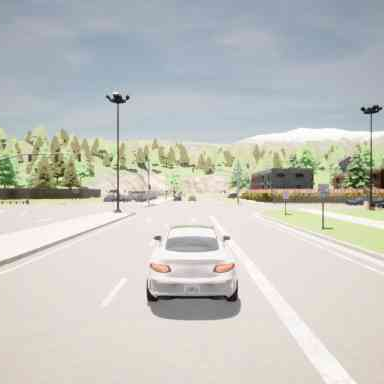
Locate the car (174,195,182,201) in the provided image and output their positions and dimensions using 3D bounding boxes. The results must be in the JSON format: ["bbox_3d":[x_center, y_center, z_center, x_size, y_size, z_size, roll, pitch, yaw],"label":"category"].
[{"bbox_3d":[-3.459,1.525,82.026,2.128,1.511,4.902,0,0,0],"label":"car"}]

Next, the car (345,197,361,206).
[{"bbox_3d":[27.865,1.547,54.151,5.357,1.411,2.033,0,0,0],"label":"car"}]

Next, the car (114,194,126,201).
[{"bbox_3d":[-18.457,1.355,85.069,2.097,1.767,4.553,0,0,0],"label":"car"}]

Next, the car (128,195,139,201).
[{"bbox_3d":[-14.957,1.540,85.133,2.033,1.411,5.357,0,0,0],"label":"car"}]

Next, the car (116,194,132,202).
[{"bbox_3d":[-14.962,1.540,75.106,2.033,1.411,5.357,0,0,0],"label":"car"}]

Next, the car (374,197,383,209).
[{"bbox_3d":[27.404,1.547,43.652,5.357,1.411,2.033,0,0,-1],"label":"car"}]

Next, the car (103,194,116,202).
[{"bbox_3d":[-18.462,1.355,74.906,2.097,1.767,4.553,0,0,0],"label":"car"}]

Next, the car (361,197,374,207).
[{"bbox_3d":[27.358,1.478,47.150,5.008,1.535,1.882,0,0,0],"label":"car"}]

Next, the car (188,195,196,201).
[{"bbox_3d":[0.042,1.478,83.297,1.882,1.535,5.008,0,0,0],"label":"car"}]

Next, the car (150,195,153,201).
[{"bbox_3d":[-11.458,1.595,84.004,1.895,1.301,4.718,0,0,0],"label":"car"}]

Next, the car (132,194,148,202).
[{"bbox_3d":[-11.462,1.355,74.817,2.097,1.767,4.553,0,0,0],"label":"car"}]

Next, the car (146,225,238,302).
[{"bbox_3d":[0.004,1.526,8.149,1.812,1.442,4.674,0,0,0],"label":"car"}]
